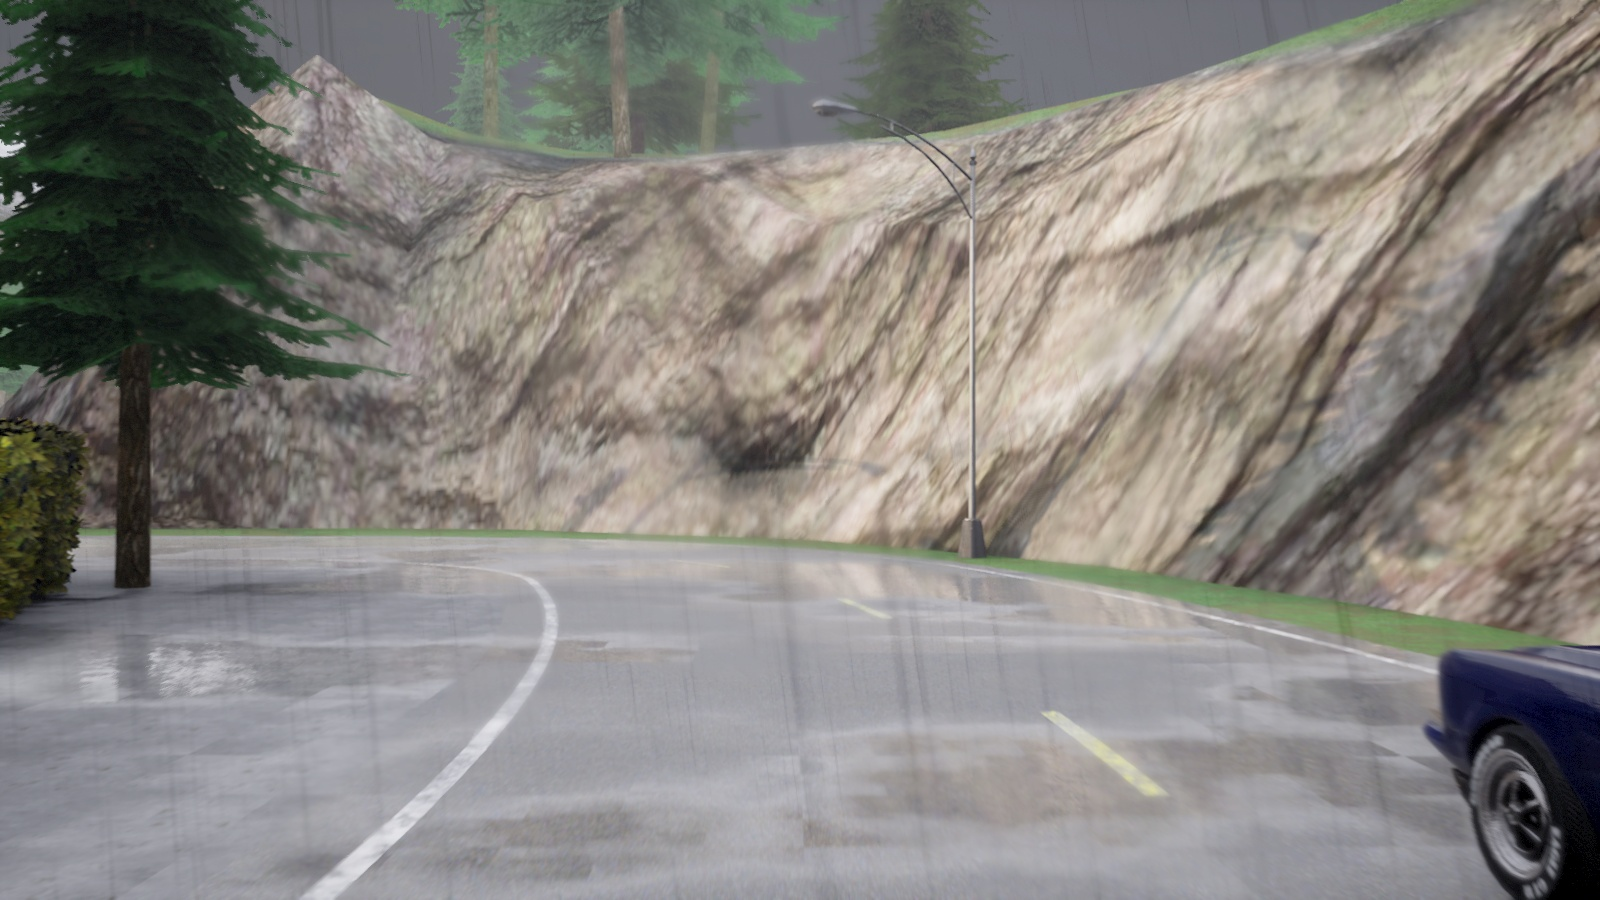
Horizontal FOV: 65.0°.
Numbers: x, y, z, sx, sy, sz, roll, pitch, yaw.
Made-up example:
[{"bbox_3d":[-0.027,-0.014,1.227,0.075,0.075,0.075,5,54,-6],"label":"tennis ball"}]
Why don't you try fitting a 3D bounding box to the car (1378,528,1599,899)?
[{"bbox_3d":[3.496,0.954,3.151,1.895,1.301,4.718,0,-1,0],"label":"car"}]
